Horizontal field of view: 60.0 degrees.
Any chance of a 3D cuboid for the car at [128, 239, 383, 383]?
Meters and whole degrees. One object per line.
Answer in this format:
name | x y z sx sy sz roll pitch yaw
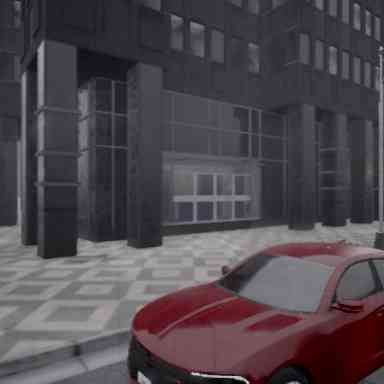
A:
car | 1.596 1.477 4.518 5.008 1.535 1.882 0 0 -36
